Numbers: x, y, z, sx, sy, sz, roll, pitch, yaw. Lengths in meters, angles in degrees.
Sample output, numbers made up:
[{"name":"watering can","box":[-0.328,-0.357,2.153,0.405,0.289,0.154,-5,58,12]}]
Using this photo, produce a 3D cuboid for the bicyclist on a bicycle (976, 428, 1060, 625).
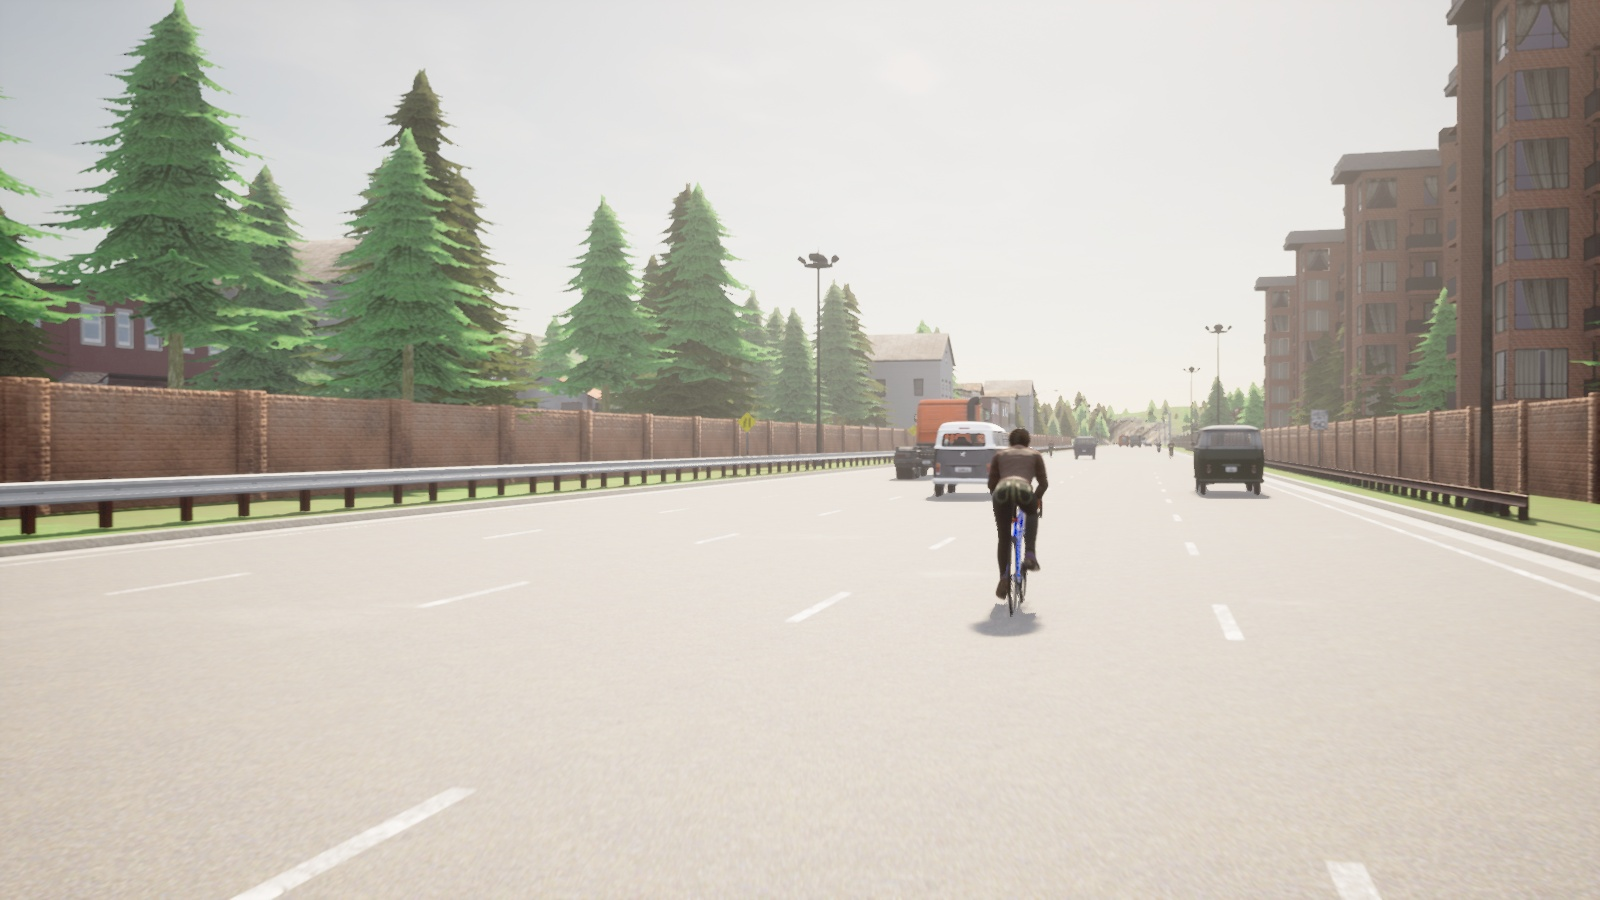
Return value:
[{"name":"bicyclist on a bicycle","box":[1.972,0.629,11.232,0.582,1.620,1.656,0,0,15]}]

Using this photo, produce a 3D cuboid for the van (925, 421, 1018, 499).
[{"name":"van","box":[4.927,0.246,35.535,2.069,2.038,4.480,0,0,15]}]

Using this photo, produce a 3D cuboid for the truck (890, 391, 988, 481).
[{"name":"truck","box":[5.975,-0.569,52.778,2.891,3.462,7.936,0,0,15]}]

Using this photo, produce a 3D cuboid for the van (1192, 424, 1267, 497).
[{"name":"van","box":[12.551,0.272,36.902,1.775,1.987,4.442,0,0,15]}]
